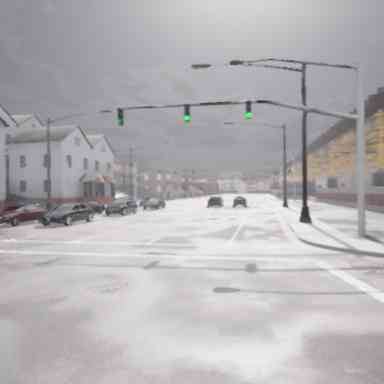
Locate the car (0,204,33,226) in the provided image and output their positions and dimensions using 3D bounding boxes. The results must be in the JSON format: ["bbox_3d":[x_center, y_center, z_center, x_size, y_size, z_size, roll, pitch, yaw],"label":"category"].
[{"bbox_3d":[-12.437,1.619,24.279,1.812,1.442,4.674,-1,0,11],"label":"car"}]

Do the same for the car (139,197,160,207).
[{"bbox_3d":[-6.551,1.501,51.575,1.812,1.442,4.674,-1,0,12],"label":"car"}]

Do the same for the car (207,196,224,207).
[{"bbox_3d":[3.446,1.347,47.818,1.882,1.535,5.008,-1,0,12],"label":"car"}]

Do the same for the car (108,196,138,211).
[{"bbox_3d":[-8.637,1.369,41.986,2.097,1.767,4.553,-1,0,12],"label":"car"}]

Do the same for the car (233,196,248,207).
[{"bbox_3d":[6.804,1.340,46.796,1.837,1.490,4.892,-1,1,12],"label":"car"}]

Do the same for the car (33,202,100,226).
[{"bbox_3d":[-8.891,1.559,24.118,1.837,1.490,4.892,-1,0,12],"label":"car"}]

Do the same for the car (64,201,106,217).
[{"bbox_3d":[-10.528,1.656,33.171,1.895,1.301,4.718,-1,0,12],"label":"car"}]

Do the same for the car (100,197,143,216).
[{"bbox_3d":[-6.950,1.519,33.166,1.837,1.490,4.892,-1,0,12],"label":"car"}]

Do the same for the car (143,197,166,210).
[{"bbox_3d":[-4.794,1.497,43.226,1.812,1.442,4.674,-1,0,13],"label":"car"}]
